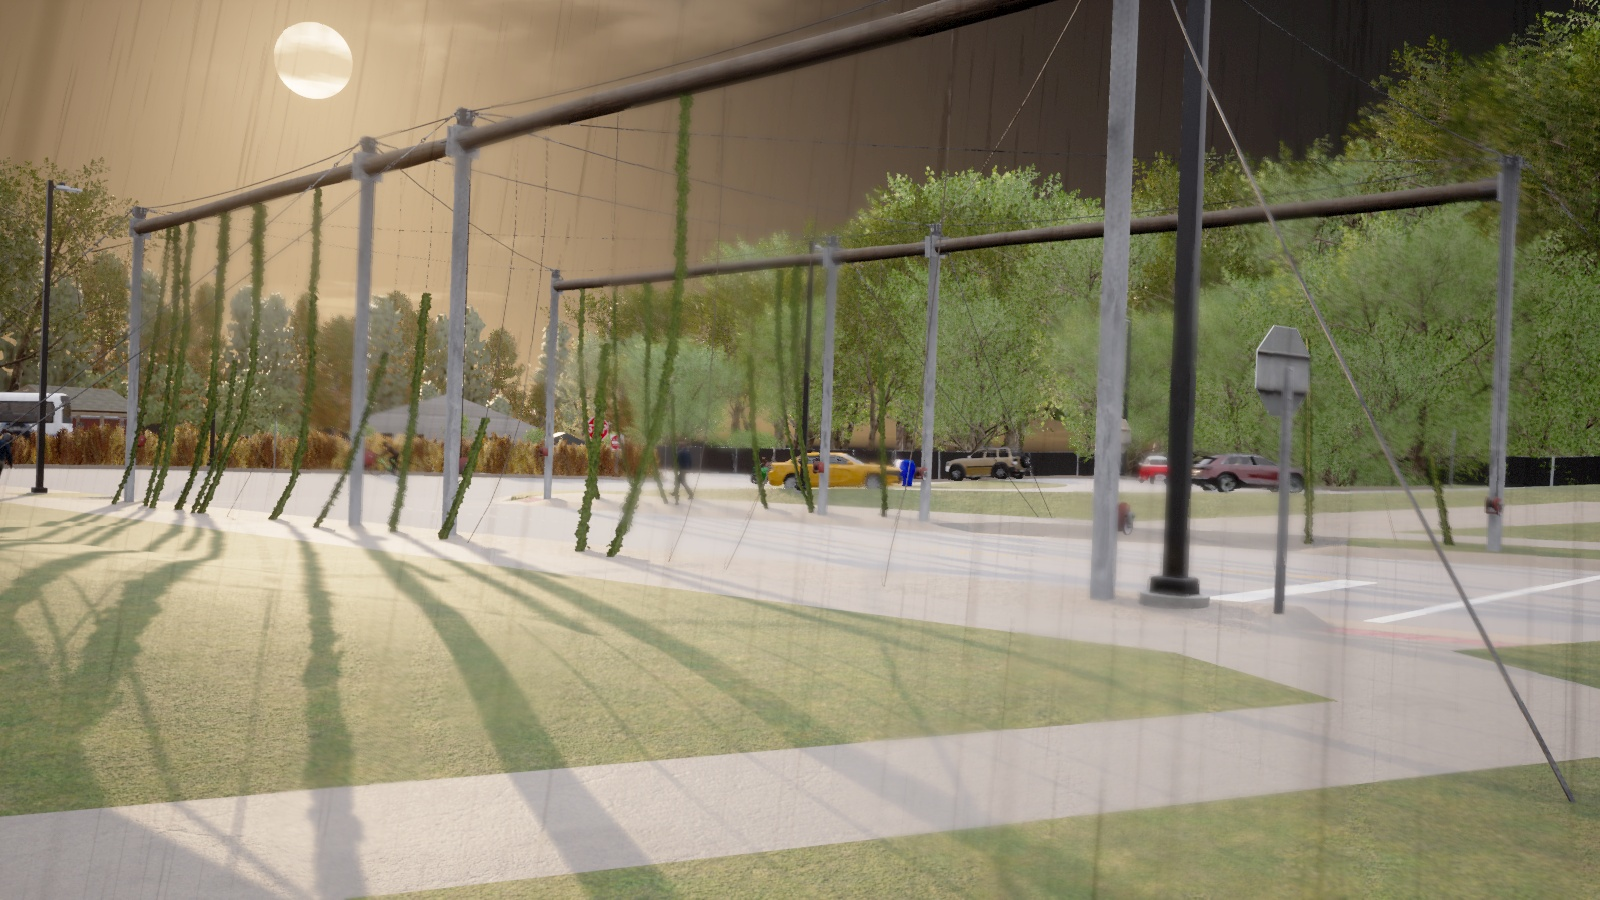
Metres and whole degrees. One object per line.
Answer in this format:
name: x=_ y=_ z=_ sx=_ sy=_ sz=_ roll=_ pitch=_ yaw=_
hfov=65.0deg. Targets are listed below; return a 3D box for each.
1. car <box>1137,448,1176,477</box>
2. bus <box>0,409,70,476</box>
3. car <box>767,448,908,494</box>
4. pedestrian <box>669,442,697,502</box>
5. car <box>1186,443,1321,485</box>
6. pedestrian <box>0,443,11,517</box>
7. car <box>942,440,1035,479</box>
car: x=17.578 y=0.595 z=61.940 sx=1.481 sy=1.376 sz=2.207 roll=0 pitch=0 yaw=5
bus: x=-53.299 y=-0.457 z=80.803 sx=10.273 sy=4.253 sz=3.944 roll=-1 pitch=1 yaw=-19
car: x=1.430 y=0.783 z=46.972 sx=5.008 sy=1.535 sz=1.882 roll=-2 pitch=0 yaw=11
pedestrian: x=-3.615 y=0.673 z=38.765 sx=0.726 sy=1.842 sz=0.402 roll=1 pitch=0 yaw=34
car: x=18.775 y=0.573 z=52.078 sx=4.856 sy=1.649 sz=2.033 roll=0 pitch=0 yaw=-4
pedestrian: x=-20.069 y=0.747 z=31.418 sx=0.726 sy=1.835 sz=0.370 roll=1 pitch=0 yaw=44
car: x=10.293 y=0.530 z=68.619 sx=4.605 sy=1.855 sz=1.932 roll=-4 pitch=-2 yaw=41
